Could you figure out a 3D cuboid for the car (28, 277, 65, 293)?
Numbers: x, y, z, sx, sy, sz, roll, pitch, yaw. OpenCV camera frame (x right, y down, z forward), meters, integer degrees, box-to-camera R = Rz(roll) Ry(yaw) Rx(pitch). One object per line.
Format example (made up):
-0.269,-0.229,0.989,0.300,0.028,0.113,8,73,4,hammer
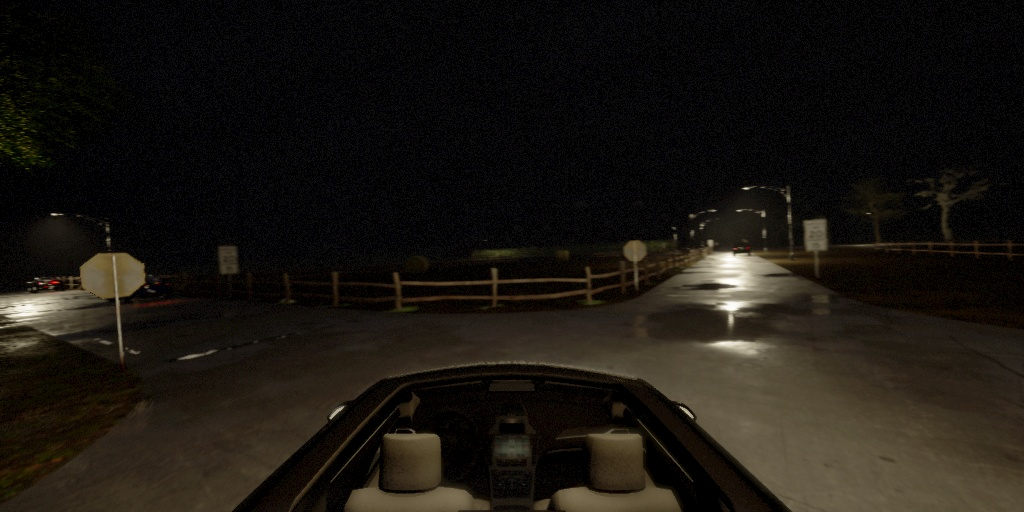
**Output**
-47.270,2.915,36.436,4.892,1.490,1.837,-4,1,31,car

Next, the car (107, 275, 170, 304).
-22.607,1.922,21.637,5.008,1.535,1.882,-2,1,31,car

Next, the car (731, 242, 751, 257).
33.320,-0.975,52.153,2.150,2.045,5.566,-3,0,31,car
